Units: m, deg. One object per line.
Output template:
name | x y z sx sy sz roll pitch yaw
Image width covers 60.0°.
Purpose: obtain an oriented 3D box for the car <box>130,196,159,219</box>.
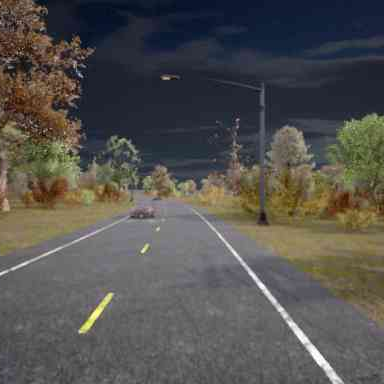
car | -4.402 1.472 30.540 2.097 1.767 4.553 0 0 -3
